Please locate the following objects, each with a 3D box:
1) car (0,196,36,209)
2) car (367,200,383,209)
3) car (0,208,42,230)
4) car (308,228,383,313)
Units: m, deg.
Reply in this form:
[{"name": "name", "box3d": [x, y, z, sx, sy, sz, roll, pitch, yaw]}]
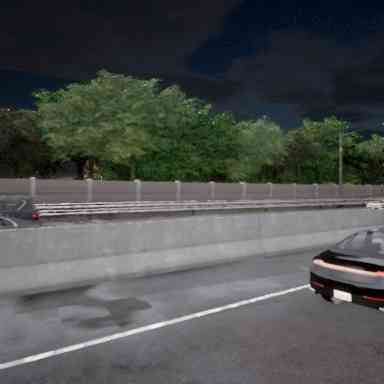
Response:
[{"name": "car", "box3d": [-9.541, 1.215, 14.371, 5.566, 2.045, 2.150, 0, 0, -35]}, {"name": "car", "box3d": [23.844, 1.621, 41.451, 4.718, 1.301, 1.895, 0, 0, -33]}, {"name": "car", "box3d": [-7.711, 1.500, 11.374, 4.892, 1.490, 1.837, 0, 0, -35]}, {"name": "car", "box3d": [4.465, 1.497, 6.880, 4.902, 1.511, 2.128, 0, 0, -35]}]
